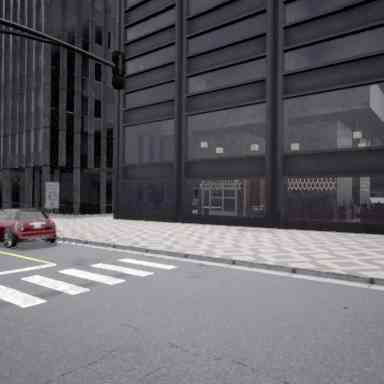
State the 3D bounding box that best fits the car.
[{"bbox_3d":[-8.581,1.589,16.180,4.553,1.767,2.097,-1,-1,38],"label":"car"}]
